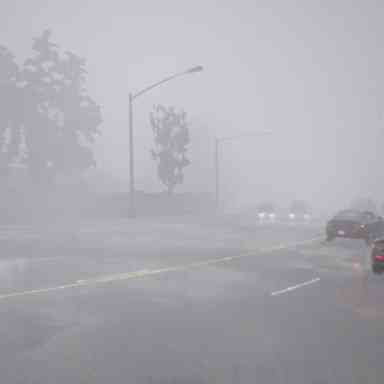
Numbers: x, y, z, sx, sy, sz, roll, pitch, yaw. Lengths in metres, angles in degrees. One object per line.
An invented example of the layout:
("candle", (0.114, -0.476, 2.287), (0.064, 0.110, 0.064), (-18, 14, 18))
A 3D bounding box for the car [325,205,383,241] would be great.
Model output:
("car", (7.847, 1.551, 15.835), (1.812, 1.442, 4.674), (0, 0, 41))

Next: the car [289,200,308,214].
("car", (12.388, 1.666, 38.733), (1.882, 1.535, 5.008), (0, -1, 16))

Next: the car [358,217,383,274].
("car", (6.656, 1.530, 9.517), (4.674, 1.442, 1.812), (0, 0, -44))

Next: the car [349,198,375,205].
("car", (19.858, 1.474, 39.024), (2.097, 1.767, 4.553), (-1, -1, 15))

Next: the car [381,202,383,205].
("car", (23.275, 1.574, 38.263), (2.128, 1.511, 4.902), (-1, 0, 14))

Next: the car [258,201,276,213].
("car", (8.945, 1.788, 39.456), (1.994, 1.385, 4.181), (-1, -1, 16))
